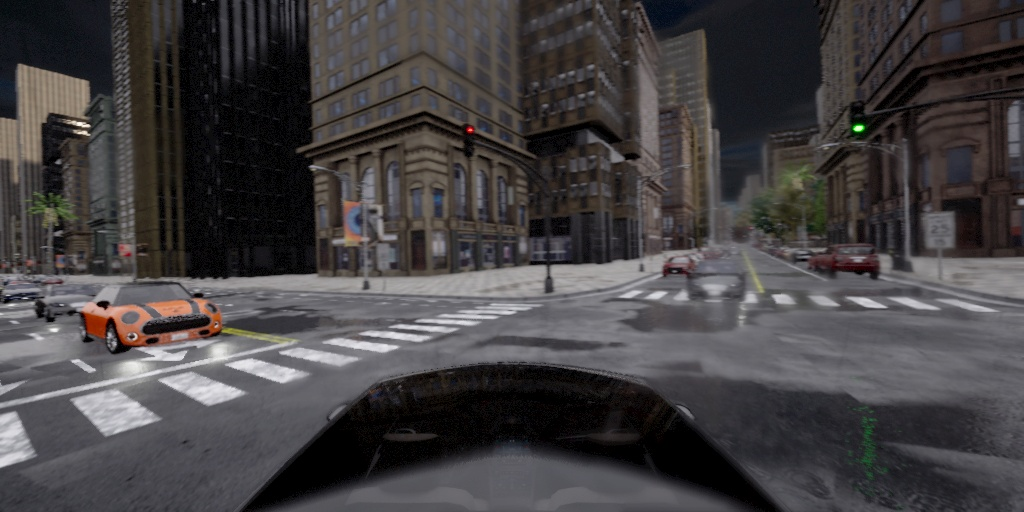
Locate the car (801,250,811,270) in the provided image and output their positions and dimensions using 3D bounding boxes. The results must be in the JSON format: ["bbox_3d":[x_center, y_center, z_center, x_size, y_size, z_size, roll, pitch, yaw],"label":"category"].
[{"bbox_3d":[21.699,0.330,24.760,1.888,1.381,4.507,0,0,32],"label":"car"}]

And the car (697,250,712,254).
[{"bbox_3d":[17.476,0.366,34.008,1.888,1.381,4.507,0,0,32],"label":"car"}]

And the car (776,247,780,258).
[{"bbox_3d":[33.581,-0.256,43.462,1.802,1.307,4.207,0,0,32],"label":"car"}]

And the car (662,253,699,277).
[{"bbox_3d":[11.537,0.666,24.658,1.888,1.381,4.507,0,0,32],"label":"car"}]

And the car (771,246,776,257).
[{"bbox_3d":[36.551,-0.563,48.138,1.967,1.591,4.097,0,0,32],"label":"car"}]

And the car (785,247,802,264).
[{"bbox_3d":[27.640,0.046,34.110,1.948,1.339,4.313,0,0,32],"label":"car"}]

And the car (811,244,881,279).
[{"bbox_3d":[18.729,0.249,20.085,2.192,1.841,5.009,0,0,32],"label":"car"}]

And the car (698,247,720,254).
[{"bbox_3d":[23.417,-0.175,43.358,2.192,1.841,5.009,0,0,32],"label":"car"}]

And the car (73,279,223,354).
[{"bbox_3d":[-10.390,1.539,10.309,4.553,1.767,2.097,-2,0,31],"label":"car"}]

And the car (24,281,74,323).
[{"bbox_3d":[-20.195,2.070,16.475,4.902,1.511,2.128,-2,0,32],"label":"car"}]

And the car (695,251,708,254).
[{"bbox_3d":[14.506,0.523,29.333,2.007,1.370,4.403,0,0,32],"label":"car"}]

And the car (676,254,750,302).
[{"bbox_3d":[8.169,0.890,14.239,2.128,1.511,4.902,-1,2,32],"label":"car"}]

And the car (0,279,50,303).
[{"bbox_3d":[-38.392,2.838,28.063,5.357,1.411,2.033,-2,0,33],"label":"car"}]

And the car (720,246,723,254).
[{"bbox_3d":[29.357,-0.376,52.709,1.967,1.591,4.097,0,0,32],"label":"car"}]

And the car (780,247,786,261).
[{"bbox_3d":[30.702,-0.152,38.930,1.751,1.417,4.829,0,0,32],"label":"car"}]
